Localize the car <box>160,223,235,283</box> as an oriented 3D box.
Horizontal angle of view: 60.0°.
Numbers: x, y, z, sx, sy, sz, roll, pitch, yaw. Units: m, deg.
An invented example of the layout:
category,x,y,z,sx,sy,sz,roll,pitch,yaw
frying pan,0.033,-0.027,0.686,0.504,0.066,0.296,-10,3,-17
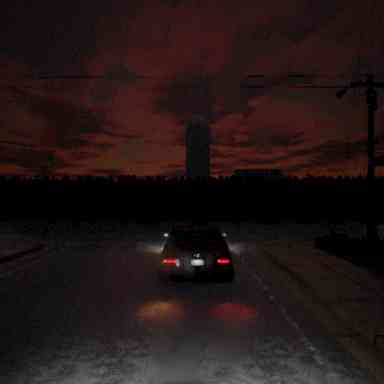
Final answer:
category,x,y,z,sx,sy,sz,roll,pitch,yaw
car,0.103,1.623,9.868,2.033,1.411,5.357,0,0,0
